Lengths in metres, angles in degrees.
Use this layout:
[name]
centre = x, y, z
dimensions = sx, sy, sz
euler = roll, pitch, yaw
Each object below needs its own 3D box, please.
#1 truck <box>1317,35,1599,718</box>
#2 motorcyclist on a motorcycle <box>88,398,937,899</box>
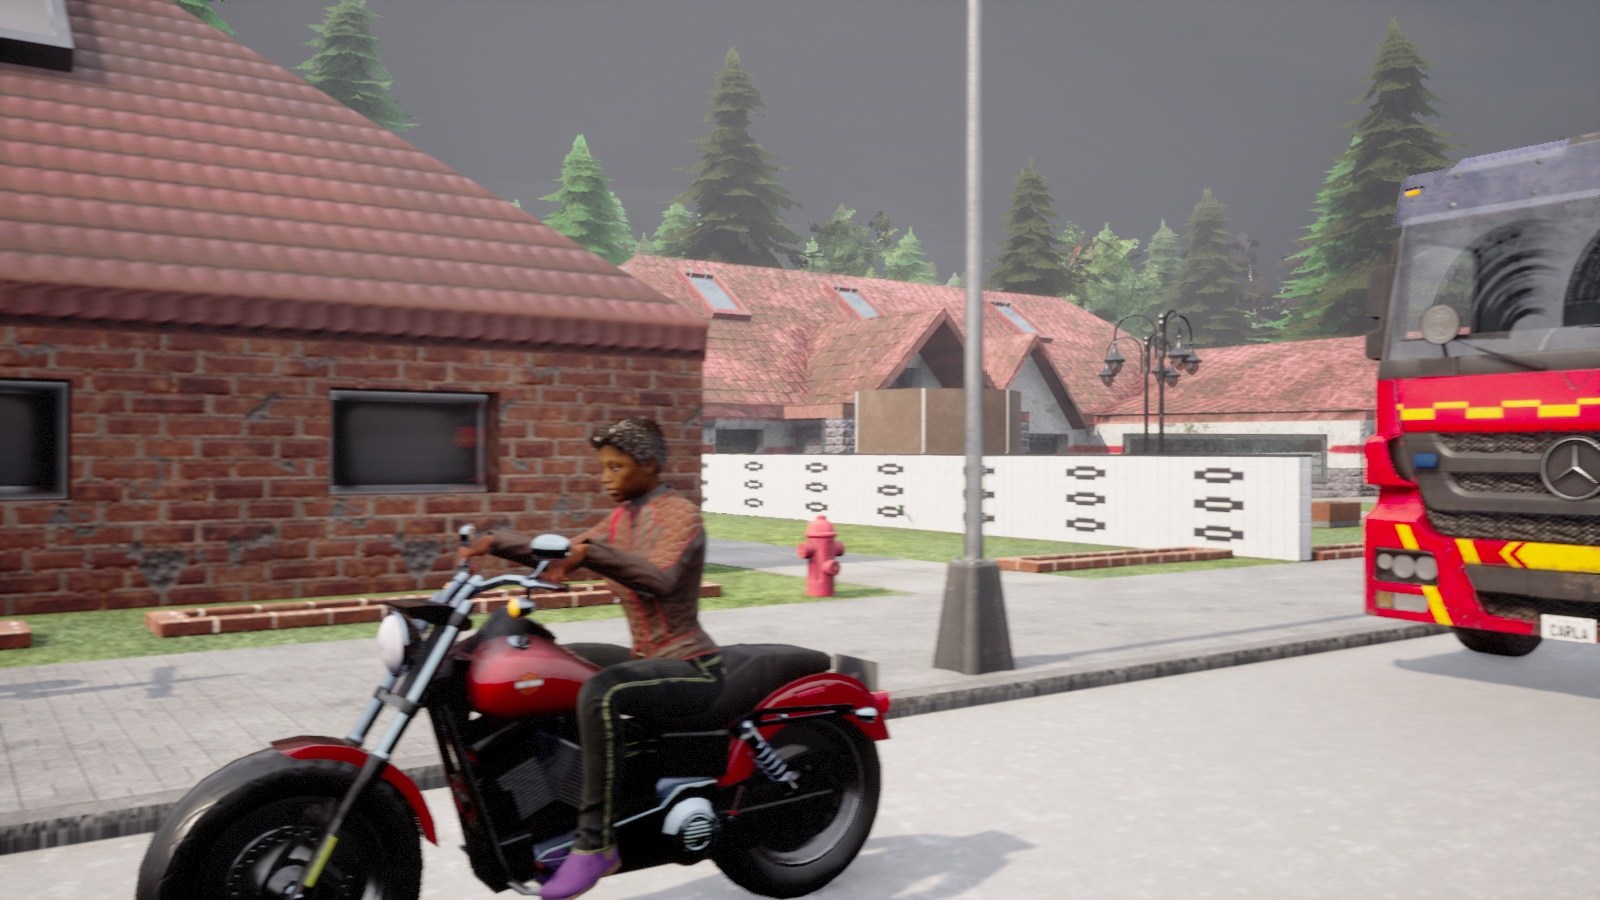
[truck]
centre = 7.792, -0.412, 9.697
dimensions = 8.468, 3.827, 2.891
euler = 0, 0, -35
[motorcyclist on a motorcycle]
centre = -0.738, 0.706, 3.755
dimensions = 2.350, 1.649, 0.766
euler = 0, 0, -35
